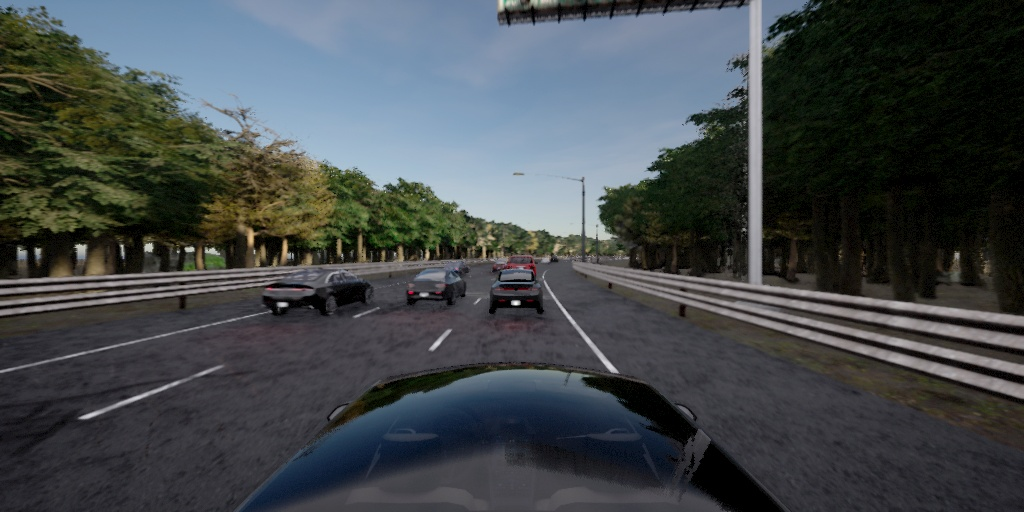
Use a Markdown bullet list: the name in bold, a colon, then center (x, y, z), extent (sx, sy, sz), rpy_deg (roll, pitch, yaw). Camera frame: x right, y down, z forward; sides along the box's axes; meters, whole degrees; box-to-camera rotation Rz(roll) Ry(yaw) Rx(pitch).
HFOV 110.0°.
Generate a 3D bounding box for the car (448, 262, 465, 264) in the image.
- **car**: center (-5.665, 1.281, 36.859), extent (2.033, 1.411, 5.357), rpy_deg (0, 0, 5)

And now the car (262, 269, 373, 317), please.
- **car**: center (-6.772, 1.224, 13.137), extent (2.128, 1.511, 4.902), rpy_deg (1, 0, 2)

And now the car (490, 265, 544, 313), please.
- **car**: center (0.193, 1.256, 13.933), extent (1.837, 1.490, 4.892), rpy_deg (0, 0, 2)

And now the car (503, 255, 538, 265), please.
- **car**: center (0.779, 0.970, 27.384), extent (2.150, 2.045, 5.566), rpy_deg (0, 0, 3)

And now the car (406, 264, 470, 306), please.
- **car**: center (-3.181, 1.269, 15.640), extent (1.812, 1.442, 4.674), rpy_deg (0, 0, 2)

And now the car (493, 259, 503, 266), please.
- **car**: center (-1.286, 1.266, 44.949), extent (1.812, 1.442, 4.674), rpy_deg (0, 0, 6)
